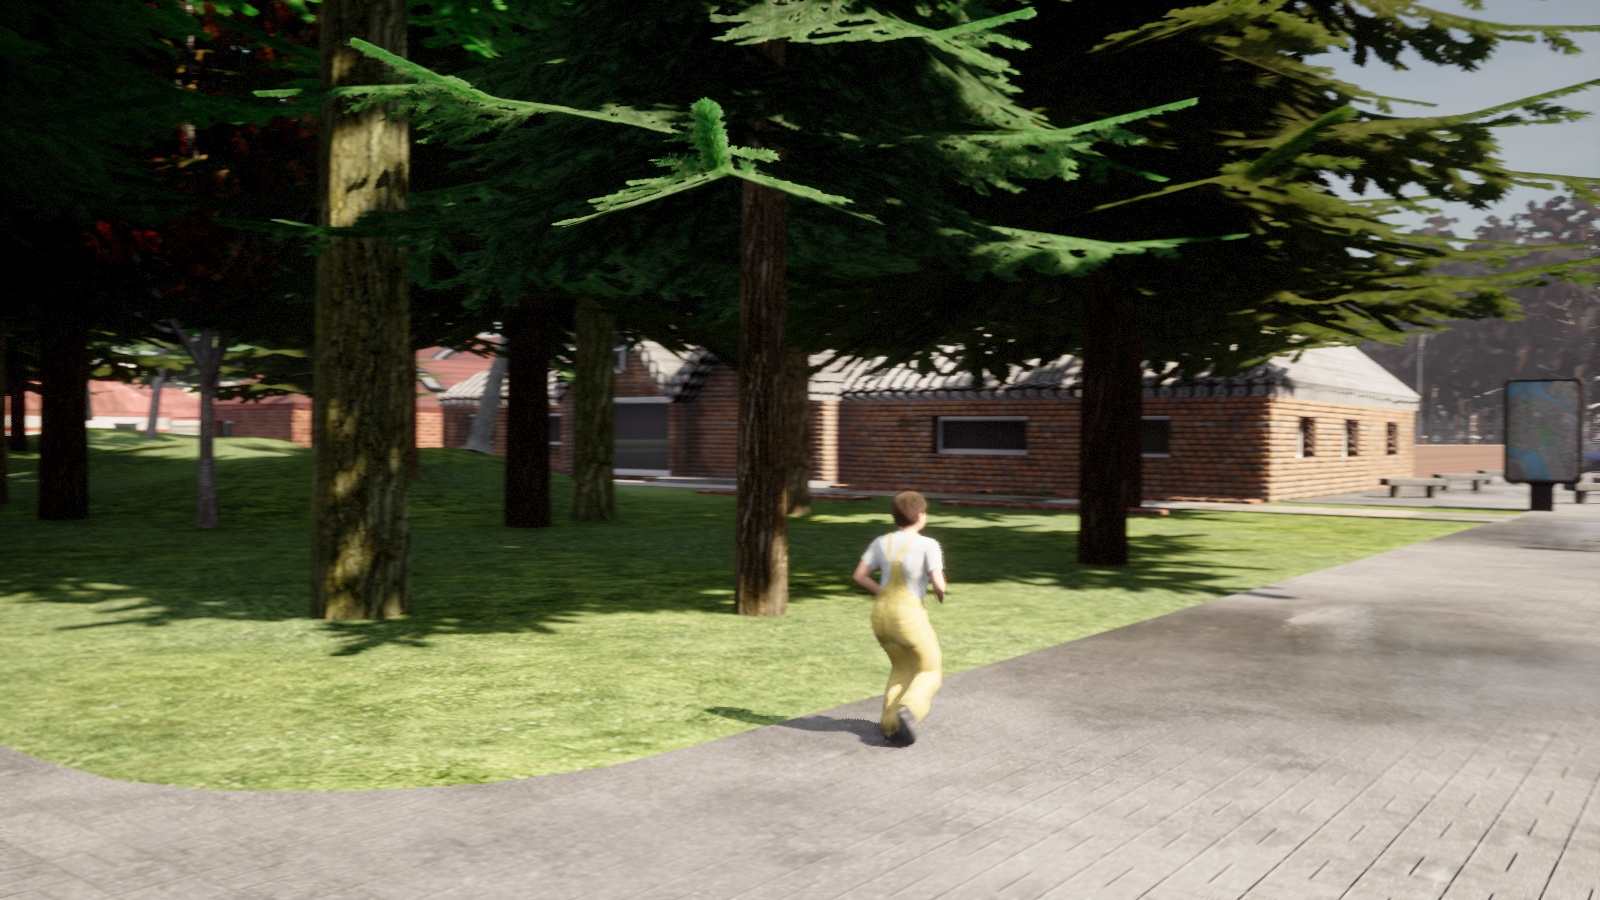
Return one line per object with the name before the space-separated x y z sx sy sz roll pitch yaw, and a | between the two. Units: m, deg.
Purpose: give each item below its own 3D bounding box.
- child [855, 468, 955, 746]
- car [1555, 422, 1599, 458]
child | 0.507 0.722 6.005 0.270 1.263 0.437 0 1 37
car | 40.469 -0.493 62.655 4.553 1.767 2.097 0 1 37
